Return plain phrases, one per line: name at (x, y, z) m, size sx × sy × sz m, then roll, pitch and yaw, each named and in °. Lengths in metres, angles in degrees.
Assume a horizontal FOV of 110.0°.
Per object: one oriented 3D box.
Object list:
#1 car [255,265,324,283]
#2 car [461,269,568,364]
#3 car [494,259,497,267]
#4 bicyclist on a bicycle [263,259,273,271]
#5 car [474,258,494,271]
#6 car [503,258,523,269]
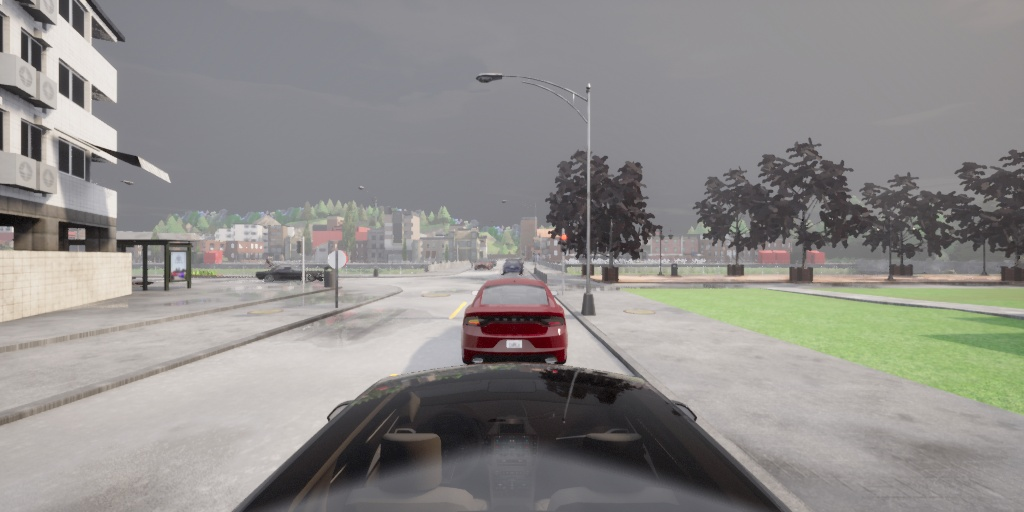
car at (-16.272, 1.354, 26.887) m, size 4.718 × 1.301 × 1.895 m, roll 0°, pitch 0°, yaw 0°
car at (0.057, 1.228, 8.091) m, size 1.882 × 1.535 × 5.008 m, roll 0°, pitch 0°, yaw 0°
car at (-4.040, 1.249, 59.537) m, size 2.128 × 1.511 × 4.902 m, roll 0°, pitch 0°, yaw 0°
bicyclist on a bicycle at (-24.002, 1.103, 35.296) m, size 0.582 × 1.620 × 1.656 m, roll 0°, pitch 0°, yaw 0°
car at (-4.061, 1.108, 50.292) m, size 2.097 × 1.767 × 4.553 m, roll 0°, pitch 0°, yaw 0°
car at (0.105, 1.107, 39.155) m, size 2.097 × 1.767 × 4.553 m, roll 0°, pitch 0°, yaw 2°
